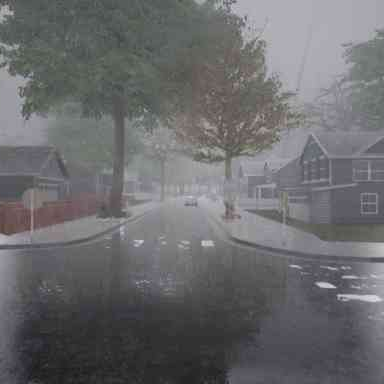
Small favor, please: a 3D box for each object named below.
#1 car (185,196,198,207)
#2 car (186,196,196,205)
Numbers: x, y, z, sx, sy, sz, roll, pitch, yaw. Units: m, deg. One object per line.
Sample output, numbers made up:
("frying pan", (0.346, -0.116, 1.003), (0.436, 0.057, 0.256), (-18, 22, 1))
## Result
("car", (-0.139, 1.578, 52.256), (1.994, 1.385, 4.181), (0, 0, 0))
("car", (-0.166, 1.541, 62.262), (1.812, 1.442, 4.674), (0, 0, 0))
